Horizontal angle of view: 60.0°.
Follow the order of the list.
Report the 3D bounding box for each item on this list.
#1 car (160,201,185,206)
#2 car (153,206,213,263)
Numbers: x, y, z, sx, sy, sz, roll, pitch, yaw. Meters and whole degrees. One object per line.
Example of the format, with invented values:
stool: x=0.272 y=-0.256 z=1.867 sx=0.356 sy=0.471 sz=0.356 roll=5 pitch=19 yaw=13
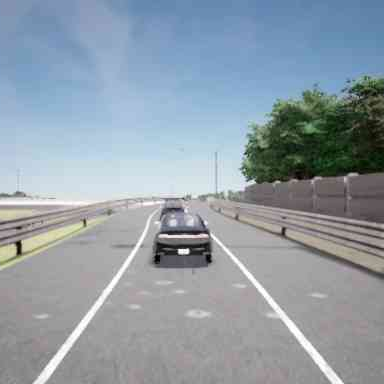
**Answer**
car: x=-1.573 y=1.480 z=27.179 sx=1.837 sy=1.490 sz=4.892 roll=0 pitch=1 yaw=-4
car: x=-0.364 y=1.482 z=11.931 sx=2.128 sy=1.511 sz=4.902 roll=0 pitch=0 yaw=-3
